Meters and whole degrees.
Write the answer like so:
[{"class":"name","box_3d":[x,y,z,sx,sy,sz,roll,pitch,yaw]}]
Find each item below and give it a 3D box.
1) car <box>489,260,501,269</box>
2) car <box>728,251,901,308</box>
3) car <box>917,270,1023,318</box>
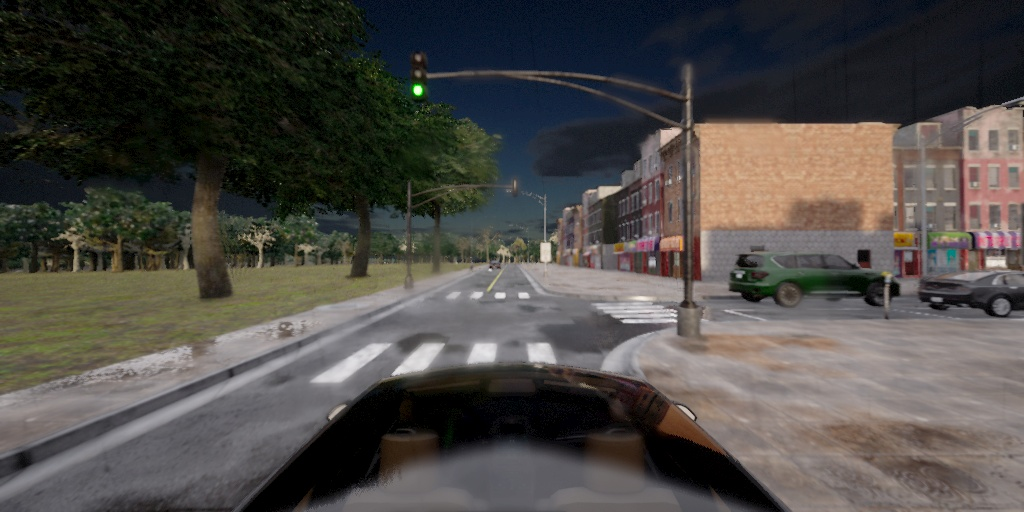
[{"class":"car","box_3d":[-2.770,1.440,59.008,2.033,1.411,5.357,0,0,0]},{"class":"car","box_3d":[11.436,0.842,13.863,5.566,2.045,2.150,0,-1,0]},{"class":"car","box_3d":[15.480,1.109,11.240,4.403,1.370,2.007,0,0,0]}]
